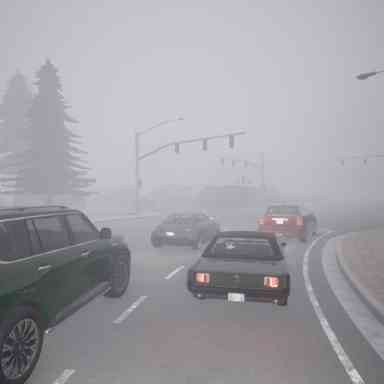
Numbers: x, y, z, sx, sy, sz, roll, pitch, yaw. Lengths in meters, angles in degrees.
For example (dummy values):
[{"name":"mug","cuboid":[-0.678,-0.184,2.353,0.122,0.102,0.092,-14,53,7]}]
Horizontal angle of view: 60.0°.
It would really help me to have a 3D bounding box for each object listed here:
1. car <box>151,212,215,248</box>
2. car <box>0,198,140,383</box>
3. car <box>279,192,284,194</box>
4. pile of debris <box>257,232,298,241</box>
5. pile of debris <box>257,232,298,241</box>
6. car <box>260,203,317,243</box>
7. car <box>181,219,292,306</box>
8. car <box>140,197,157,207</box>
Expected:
[{"name":"car","cuboid":[-0.128,1.548,14.454,1.994,1.385,4.181,0,0,20]},{"name":"car","cuboid":[-2.789,1.222,5.493,2.150,2.045,5.566,0,0,8]},{"name":"car","cuboid":[24.755,1.052,92.185,4.605,1.855,1.932,0,0,40]},{"name":"pile of debris","cuboid":[4.182,2.149,16.133,1.500,0.140,1.860,0,0,29]},{"name":"pile of debris","cuboid":[4.182,2.149,16.133,1.500,0.140,1.860,0,0,29]},{"name":"car","cuboid":[4.802,1.324,16.374,2.097,1.767,4.553,0,0,27]},{"name":"car","cuboid":[1.327,1.590,8.097,1.895,1.301,4.718,0,0,14]},{"name":"car","cuboid":[-7.313,1.536,50.794,4.674,1.442,1.812,0,0,40]}]
